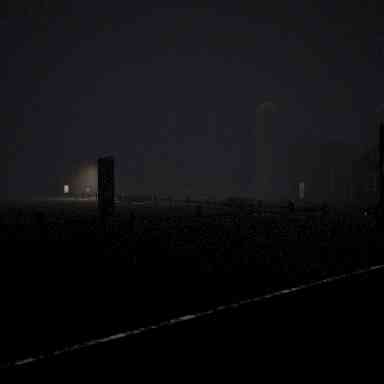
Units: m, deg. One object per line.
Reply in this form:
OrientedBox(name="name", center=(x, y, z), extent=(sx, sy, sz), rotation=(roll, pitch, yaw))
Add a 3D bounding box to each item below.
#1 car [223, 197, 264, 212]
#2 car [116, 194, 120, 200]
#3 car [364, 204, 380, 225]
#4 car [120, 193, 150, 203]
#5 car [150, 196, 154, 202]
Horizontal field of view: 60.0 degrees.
OrientedBox(name="car", center=(5.339, 1.278, 34.916), extent=(1.837, 1.490, 4.892), rotation=(-1, 1, -36))
OrientedBox(name="car", center=(-13.535, 0.905, 66.048), extent=(1.837, 1.490, 4.892), rotation=(-1, 1, -36))
OrientedBox(name="car", center=(13.035, 1.431, 20.823), extent=(2.128, 1.511, 4.902), rotation=(0, 1, -11))
OrientedBox(name="car", center=(-9.671, 1.074, 55.875), extent=(2.033, 1.411, 5.357), rotation=(-1, 1, -35))
OrientedBox(name="car", center=(-8.677, 1.084, 59.318), extent=(1.895, 1.301, 4.718), rotation=(-1, 1, -36))
